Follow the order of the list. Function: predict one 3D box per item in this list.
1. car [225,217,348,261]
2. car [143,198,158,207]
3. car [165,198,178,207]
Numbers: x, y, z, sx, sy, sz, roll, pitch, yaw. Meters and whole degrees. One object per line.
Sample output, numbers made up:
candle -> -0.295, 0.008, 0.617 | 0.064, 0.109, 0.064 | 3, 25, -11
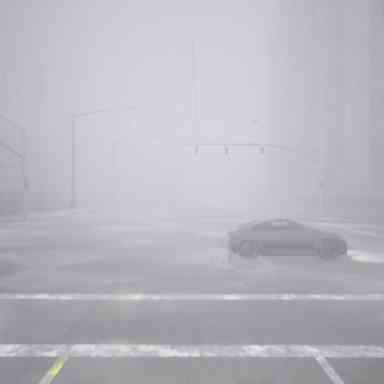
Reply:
car -> 3.316, 1.622, 12.075 | 4.181, 1.385, 1.994 | 0, 0, 0
car -> -6.931, 1.763, 55.934 | 1.882, 1.535, 5.008 | 0, 0, 1
car -> -3.431, 1.832, 55.924 | 2.033, 1.411, 5.357 | 0, 0, 1
